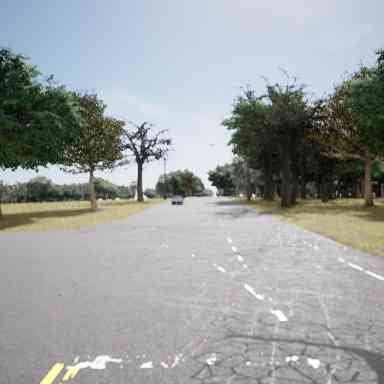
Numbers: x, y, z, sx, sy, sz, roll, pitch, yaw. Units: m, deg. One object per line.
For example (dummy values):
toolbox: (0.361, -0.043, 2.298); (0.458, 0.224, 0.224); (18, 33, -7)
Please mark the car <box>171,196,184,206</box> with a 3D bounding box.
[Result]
car: (-2.246, 1.359, 52.978); (2.033, 1.411, 5.357); (-1, 1, 2)
